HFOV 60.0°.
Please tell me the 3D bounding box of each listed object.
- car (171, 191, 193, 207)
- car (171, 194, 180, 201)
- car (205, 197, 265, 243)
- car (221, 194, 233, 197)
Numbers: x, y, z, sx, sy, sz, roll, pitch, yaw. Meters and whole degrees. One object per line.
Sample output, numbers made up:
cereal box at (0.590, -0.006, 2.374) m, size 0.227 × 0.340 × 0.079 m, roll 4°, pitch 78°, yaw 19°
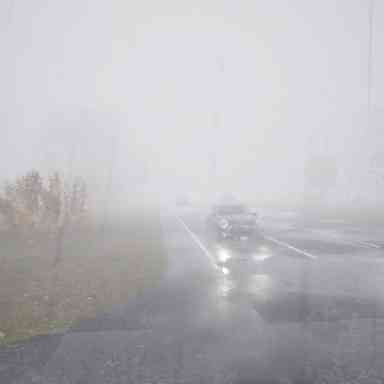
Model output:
car at (-1.445, 1.178, 46.378) m, size 2.097 × 1.767 × 4.553 m, roll 0°, pitch 0°, yaw -7°
car at (-3.655, 1.172, 74.961) m, size 1.882 × 1.535 × 5.008 m, roll 0°, pitch 0°, yaw 0°
car at (1.917, 1.319, 15.971) m, size 2.097 × 1.767 × 4.553 m, roll 0°, pitch 0°, yaw -6°
car at (5.202, 1.130, 50.647) m, size 2.097 × 1.767 × 4.553 m, roll 0°, pitch 0°, yaw -6°
